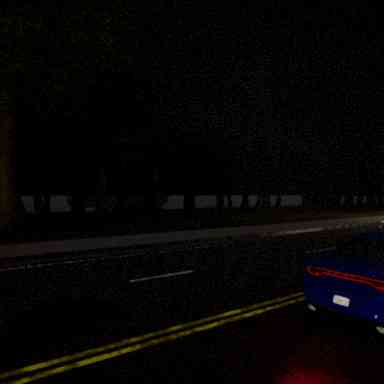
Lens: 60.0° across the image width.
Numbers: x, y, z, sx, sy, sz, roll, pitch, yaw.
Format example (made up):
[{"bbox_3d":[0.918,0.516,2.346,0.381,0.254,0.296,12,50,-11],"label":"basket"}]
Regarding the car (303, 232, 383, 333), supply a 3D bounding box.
[{"bbox_3d":[4.285,1.515,6.504,5.008,1.535,1.882,0,0,-36],"label":"car"}]
